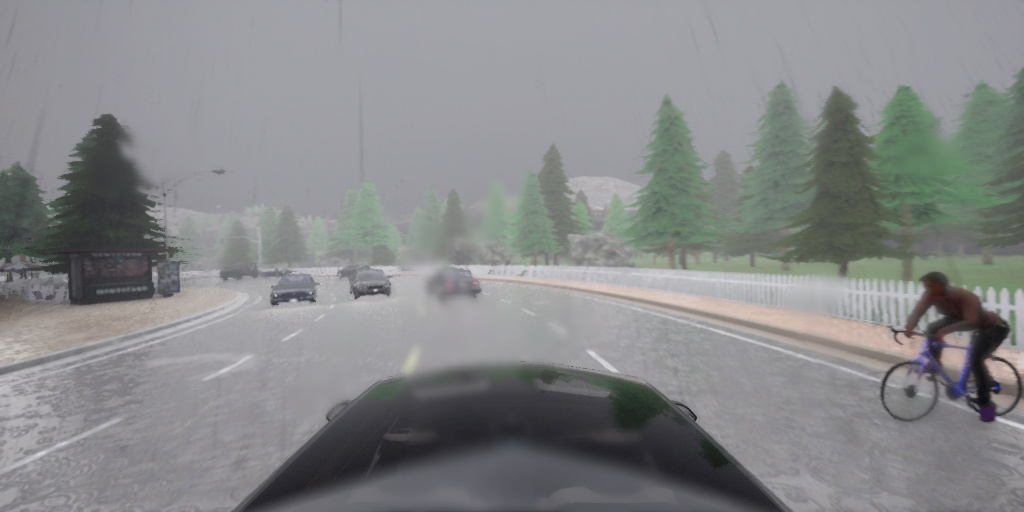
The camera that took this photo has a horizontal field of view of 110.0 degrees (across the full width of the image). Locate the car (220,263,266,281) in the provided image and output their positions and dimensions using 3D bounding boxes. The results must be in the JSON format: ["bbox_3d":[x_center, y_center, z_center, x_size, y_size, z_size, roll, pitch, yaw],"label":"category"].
[{"bbox_3d":[-34.011,1.980,44.921,5.566,2.045,2.150,-2,0,26],"label":"car"}]

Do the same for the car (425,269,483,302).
[{"bbox_3d":[-2.997,1.329,17.629,2.033,1.411,5.357,-2,0,-22],"label":"car"}]

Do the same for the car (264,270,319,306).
[{"bbox_3d":[-11.035,1.642,18.397,2.033,1.411,5.357,-2,0,-28],"label":"car"}]

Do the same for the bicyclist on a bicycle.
[{"bbox_3d":[4.794,0.997,3.921,1.656,1.620,0.582,-2,0,-3],"label":"bicyclist on a bicycle"}]

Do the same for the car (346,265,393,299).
[{"bbox_3d":[-7.953,1.494,20.048,1.837,1.490,4.892,-2,0,-28],"label":"car"}]

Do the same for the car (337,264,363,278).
[{"bbox_3d":[-17.573,1.700,40.094,4.892,1.490,1.837,-2,0,33],"label":"car"}]

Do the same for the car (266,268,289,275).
[{"bbox_3d":[-30.939,2.237,47.311,4.718,1.301,1.895,-2,0,26],"label":"car"}]
